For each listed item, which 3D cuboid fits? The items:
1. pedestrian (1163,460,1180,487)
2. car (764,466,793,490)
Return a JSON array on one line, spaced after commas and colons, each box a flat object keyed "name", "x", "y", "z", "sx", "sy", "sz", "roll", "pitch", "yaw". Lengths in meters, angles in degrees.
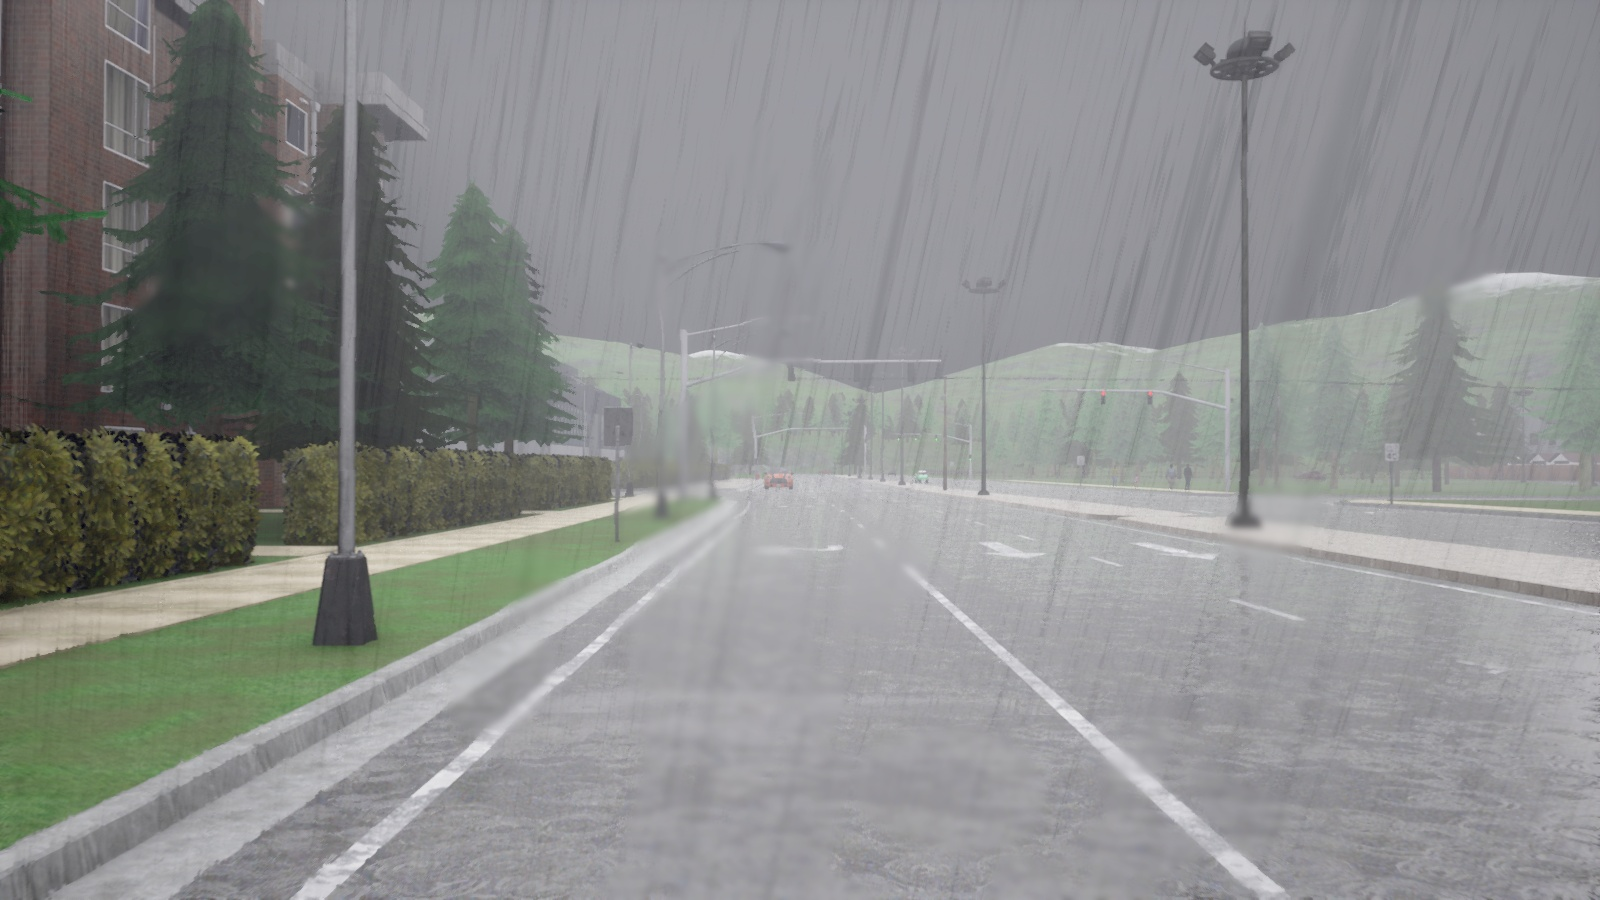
[{"name": "pedestrian", "x": 25.396, "y": 1.607, "z": 85.873, "sx": 0.874, "sy": 1.855, "sz": 0.900, "roll": 0, "pitch": -1, "yaw": 0}, {"name": "car", "x": -1.554, "y": 2.050, "z": 93.838, "sx": 2.097, "sy": 1.767, "sz": 4.553, "roll": 0, "pitch": -1, "yaw": 0}]
